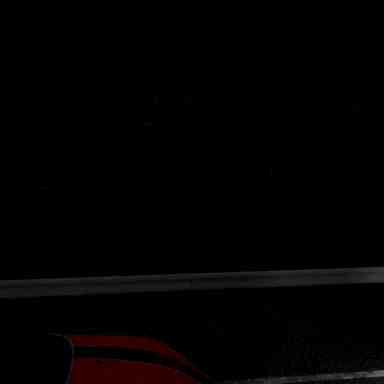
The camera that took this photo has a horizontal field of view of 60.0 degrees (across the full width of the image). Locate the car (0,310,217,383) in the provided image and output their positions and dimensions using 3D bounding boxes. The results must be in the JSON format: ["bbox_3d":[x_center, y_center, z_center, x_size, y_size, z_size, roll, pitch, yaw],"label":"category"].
[{"bbox_3d":[-1.848,1.352,1.669,4.553,1.767,2.097,0,0,-6],"label":"car"}]
